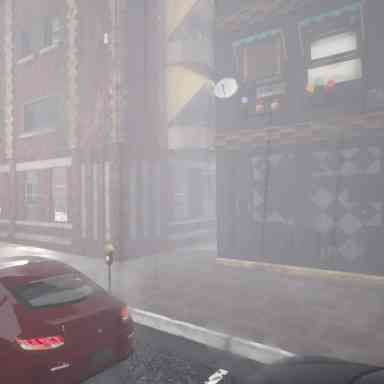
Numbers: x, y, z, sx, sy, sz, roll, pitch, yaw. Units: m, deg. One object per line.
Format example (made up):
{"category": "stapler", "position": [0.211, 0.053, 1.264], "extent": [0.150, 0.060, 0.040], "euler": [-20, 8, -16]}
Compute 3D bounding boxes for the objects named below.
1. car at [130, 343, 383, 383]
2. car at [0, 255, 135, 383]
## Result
{"category": "car", "position": [1.975, 1.566, 1.439], "extent": [4.313, 1.339, 1.947], "euler": [0, -1, 35]}
{"category": "car", "position": [-2.633, 1.583, 4.720], "extent": [4.206, 1.307, 1.802], "euler": [0, -1, 35]}
